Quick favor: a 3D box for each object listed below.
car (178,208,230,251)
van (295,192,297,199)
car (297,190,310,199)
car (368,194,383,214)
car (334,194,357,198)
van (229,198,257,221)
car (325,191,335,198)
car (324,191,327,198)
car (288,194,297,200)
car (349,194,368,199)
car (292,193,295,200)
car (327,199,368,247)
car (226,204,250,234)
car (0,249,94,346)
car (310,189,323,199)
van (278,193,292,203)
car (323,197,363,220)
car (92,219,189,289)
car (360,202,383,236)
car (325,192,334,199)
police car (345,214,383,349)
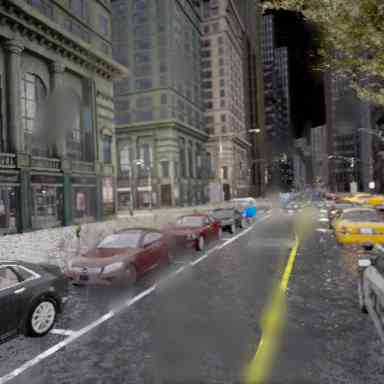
[{"bbox_3d":[0.079,1.649,14.719,1.887,1.381,4.507,-3,-1,20],"label":"car"},{"bbox_3d":[22.427,1.046,76.164,1.690,1.788,3.998,-3,-1,20],"label":"van"},{"bbox_3d":[28.505,1.054,84.723,2.128,1.511,4.902,-2,-1,20],"label":"car"},{"bbox_3d":[8.194,1.077,12.138,2.192,1.841,5.009,-3,-1,20],"label":"car"},{"bbox_3d":[18.742,0.938,36.235,5.008,1.535,1.882,-4,1,-3],"label":"car"},{"bbox_3d":[3.774,1.374,24.893,1.690,1.788,3.998,-3,-1,20],"label":"van"},{"bbox_3d":[26.680,0.971,62.836,1.887,1.381,4.507,-3,-1,20],"label":"car"},{"bbox_3d":[28.569,0.939,68.028,1.887,1.381,4.507,-3,-1,20],"label":"car"},{"bbox_3d":[26.220,1.225,86.544,1.802,1.307,4.206,-3,-1,20],"label":"car"},{"bbox_3d":[13.696,1.182,27.206,1.752,1.417,4.829,-3,-1,20],"label":"car"},{"bbox_3d":[18.654,1.312,65.780,1.887,1.381,4.507,-3,-1,20],"label":"car"},{"bbox_3d":[6.810,1.284,13.750,1.801,1.575,5.366,-2,0,20],"label":"car"},{"bbox_3d":[1.932,1.634,19.805,1.947,1.339,4.313,-3,-1,20],"label":"car"},{"bbox_3d":[-3.624,1.728,4.545,2.008,1.369,4.403,-3,0,20],"label":"car"},{"bbox_3d":[29.385,0.813,78.396,1.882,1.535,5.008,-2,-1,20],"label":"car"},{"bbox_3d":[16.755,1.140,60.590,1.690,1.788,3.998,-3,-1,20],"label":"van"},{"bbox_3d":[8.799,1.296,19.209,1.837,1.490,4.892,-2,0,20],"label":"car"},{"bbox_3d":[-1.771,1.723,9.631,1.802,1.307,4.206,-3,0,20],"label":"car"},{"bbox_3d":[10.013,1.271,17.106,1.887,1.381,4.507,-3,-1,20],"label":"car"},{"bbox_3d":[32.404,0.858,78.573,1.752,1.417,4.829,-3,-1,20],"label":"car"},{"bbox_3d":[3.360,1.322,4.278,1.930,1.638,5.238,-2,0,20],"label":"police car"}]
